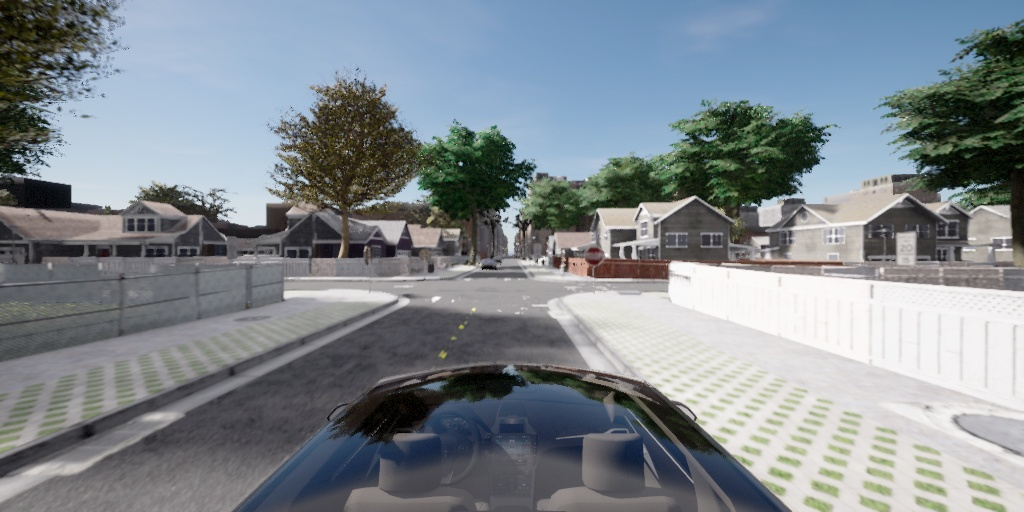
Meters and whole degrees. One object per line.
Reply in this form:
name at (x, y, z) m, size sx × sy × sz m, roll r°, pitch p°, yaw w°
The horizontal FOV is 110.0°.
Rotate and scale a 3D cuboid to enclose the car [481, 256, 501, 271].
car at (-2.761, 1.039, 44.081) m, size 2.033 × 1.411 × 5.357 m, roll 0°, pitch 1°, yaw 0°
